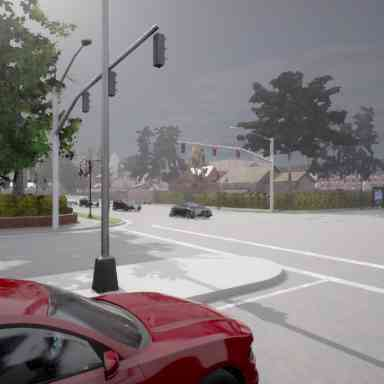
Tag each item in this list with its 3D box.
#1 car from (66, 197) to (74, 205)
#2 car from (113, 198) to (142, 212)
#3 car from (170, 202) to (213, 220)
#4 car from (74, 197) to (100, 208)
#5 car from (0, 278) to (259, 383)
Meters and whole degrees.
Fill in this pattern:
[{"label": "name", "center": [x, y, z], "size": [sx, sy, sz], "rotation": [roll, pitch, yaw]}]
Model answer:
[{"label": "car", "center": [-21.329, 1.526, 57.580], "size": [1.812, 1.442, 4.674], "rotation": [0, 0, -35]}, {"label": "car", "center": [-7.566, 1.492, 38.553], "size": [2.128, 1.511, 4.902], "rotation": [0, 0, -36]}, {"label": "car", "center": [-0.143, 1.564, 28.508], "size": [1.994, 1.385, 4.181], "rotation": [0, 0, -37]}, {"label": "car", "center": [-15.156, 1.492, 49.030], "size": [2.128, 1.511, 4.902], "rotation": [0, 0, -36]}, {"label": "car", "center": [-1.637, 1.478, 2.600], "size": [5.008, 1.535, 1.882], "rotation": [0, 0, -35]}]
